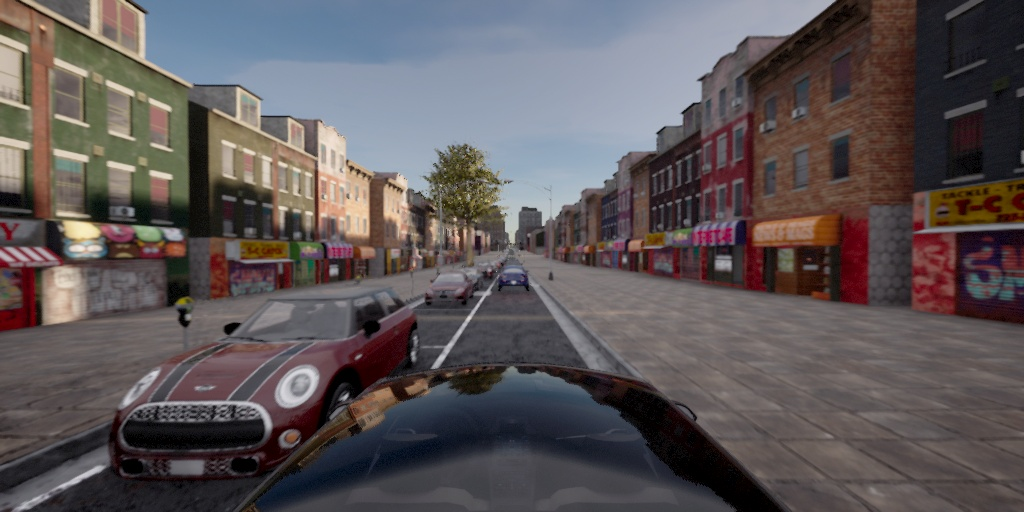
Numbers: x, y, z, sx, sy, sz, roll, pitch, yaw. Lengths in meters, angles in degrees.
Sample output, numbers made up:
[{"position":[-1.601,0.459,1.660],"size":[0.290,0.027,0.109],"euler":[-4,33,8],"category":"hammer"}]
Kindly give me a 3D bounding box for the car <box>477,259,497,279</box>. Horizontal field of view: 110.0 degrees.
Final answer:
[{"position":[-2.646,1.229,32.574],"size":[1.967,1.591,4.097],"euler":[0,0,0],"category":"car"}]

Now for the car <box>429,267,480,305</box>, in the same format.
[{"position":[-2.642,1.348,15.970],"size":[1.802,1.307,4.207],"euler":[0,0,0],"category":"car"}]

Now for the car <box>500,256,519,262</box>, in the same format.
[{"position":[0.088,1.140,38.285],"size":[2.097,1.767,4.553],"euler":[0,0,0],"category":"car"}]

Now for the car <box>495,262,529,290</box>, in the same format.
[{"position":[0.094,1.305,22.427],"size":[1.812,1.442,4.674],"euler":[0,0,0],"category":"car"}]

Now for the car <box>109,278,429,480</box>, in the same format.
[{"position":[-2.639,1.189,4.908],"size":[1.967,1.591,4.097],"euler":[0,0,0],"category":"car"}]

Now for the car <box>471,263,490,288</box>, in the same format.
[{"position":[-2.643,1.327,21.503],"size":[2.007,1.370,4.403],"euler":[0,0,0],"category":"car"}]

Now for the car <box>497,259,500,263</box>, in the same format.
[{"position":[-2.648,1.331,43.646],"size":[2.007,1.370,4.403],"euler":[0,0,0],"category":"car"}]
